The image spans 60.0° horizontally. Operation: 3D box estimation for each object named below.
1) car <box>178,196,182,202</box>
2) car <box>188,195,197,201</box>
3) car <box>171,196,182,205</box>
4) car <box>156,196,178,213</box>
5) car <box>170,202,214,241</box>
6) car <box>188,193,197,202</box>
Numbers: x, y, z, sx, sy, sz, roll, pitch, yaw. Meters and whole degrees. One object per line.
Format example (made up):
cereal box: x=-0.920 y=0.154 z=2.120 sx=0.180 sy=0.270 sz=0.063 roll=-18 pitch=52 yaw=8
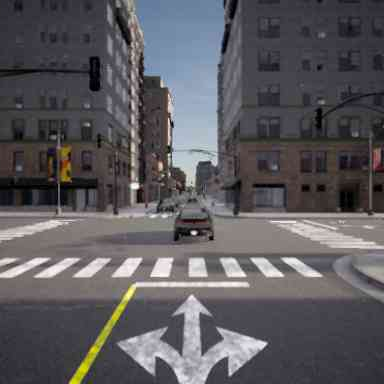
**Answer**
car: x=-2.810 y=1.555 z=46.822 sx=1.994 sy=1.385 sz=4.181 roll=0 pitch=0 yaw=0
car: x=0.188 y=1.410 z=78.573 sx=2.128 sy=1.511 sz=4.902 roll=0 pitch=0 yaw=1
car: x=-2.730 y=1.507 z=59.683 sx=1.837 sy=1.490 sz=4.892 roll=0 pitch=0 yaw=0
car: x=-2.852 y=1.491 z=36.736 sx=1.837 sy=1.490 sz=4.892 roll=0 pitch=0 yaw=0
car: x=0.075 y=1.490 z=16.703 sx=1.837 sy=1.490 sz=4.892 roll=0 pitch=0 yaw=0
car: x=0.060 y=1.514 z=68.173 sx=1.837 sy=1.490 sz=4.892 roll=0 pitch=0 yaw=1
